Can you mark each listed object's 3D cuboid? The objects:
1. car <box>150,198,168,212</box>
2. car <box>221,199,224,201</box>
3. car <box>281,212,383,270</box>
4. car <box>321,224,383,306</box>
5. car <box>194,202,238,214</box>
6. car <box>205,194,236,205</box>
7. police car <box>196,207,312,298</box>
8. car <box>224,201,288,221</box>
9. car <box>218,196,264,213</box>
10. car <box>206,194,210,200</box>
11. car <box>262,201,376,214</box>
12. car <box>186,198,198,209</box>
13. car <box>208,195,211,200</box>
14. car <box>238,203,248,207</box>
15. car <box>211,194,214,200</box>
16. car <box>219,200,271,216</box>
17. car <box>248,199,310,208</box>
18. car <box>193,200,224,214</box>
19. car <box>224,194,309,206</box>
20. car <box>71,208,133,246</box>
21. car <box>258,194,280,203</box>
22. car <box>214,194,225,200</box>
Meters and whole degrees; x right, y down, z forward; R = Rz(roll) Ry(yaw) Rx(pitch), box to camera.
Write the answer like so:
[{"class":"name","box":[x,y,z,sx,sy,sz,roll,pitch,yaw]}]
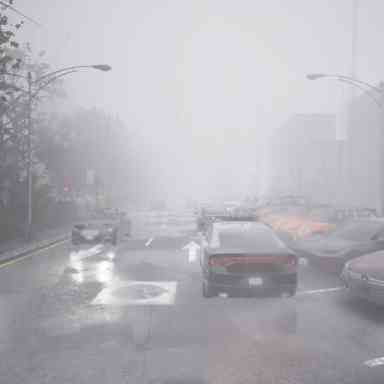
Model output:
[{"class":"car","box":[-3.957,1.572,40.731,1.837,1.490,4.892,0,0,0]},{"class":"car","box":[5.189,1.503,24.781,5.366,1.575,1.946,1,0,-20]},{"class":"car","box":[5.287,1.517,9.827,4.792,1.488,2.163,1,0,-20]},{"class":"car","box":[5.311,1.527,6.836,4.674,1.452,2.002,1,0,-20]},{"class":"car","box":[1.189,1.518,18.559,1.837,1.490,4.892,0,0,0]},{"class":"car","box":[5.469,1.391,63.913,5.566,2.045,2.435,1,0,-20]},{"class":"police car","box":[1.167,1.427,8.668,1.930,1.638,5.238,0,0,0]},{"class":"car","box":[5.346,1.544,27.838,4.792,1.488,2.163,1,0,-20]},{"class":"car","box":[5.377,1.413,36.854,4.553,1.767,2.185,1,0,-20]},{"class":"car","box":[5.275,1.612,57.819,5.366,1.575,1.946,1,0,-20]},{"class":"car","box":[5.355,1.366,12.848,4.553,1.767,2.185,1,0,-20]},{"class":"car","box":[0.084,1.579,46.164,2.128,1.511,4.902,0,0,0]},{"class":"car","box":[5.434,1.583,48.875,5.008,1.535,2.097,1,-1,-20]},{"class":"car","box":[5.338,1.538,18.845,4.674,1.452,2.002,1,0,-20]},{"class":"car","box":[5.470,1.446,45.872,4.553,1.767,2.185,1,0,-20]},{"class":"car","box":[5.372,1.560,33.840,4.792,1.488,2.163,1,0,-20]},{"class":"car","box":[5.364,1.369,15.849,4.553,1.767,2.185,1,0,-20]},{"class":"car","box":[1.207,1.548,24.558,1.812,1.442,4.674,0,0,0]},{"class":"car","box":[5.342,1.251,21.824,5.566,2.045,2.435,1,0,-20]},{"class":"car","box":[-3.972,1.499,15.314,2.128,1.511,4.902,0,0,0]},{"class":"car","box":[18.449,1.462,79.894,2.435,2.045,5.566,0,0,-21]},{"class":"car","box":[5.363,1.270,30.840,5.566,2.045,2.435,1,0,-20]}]
